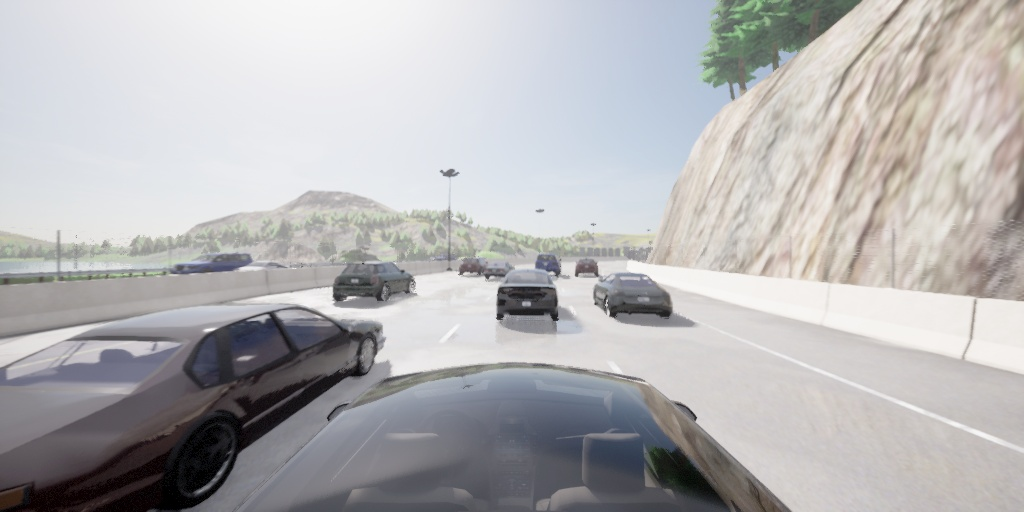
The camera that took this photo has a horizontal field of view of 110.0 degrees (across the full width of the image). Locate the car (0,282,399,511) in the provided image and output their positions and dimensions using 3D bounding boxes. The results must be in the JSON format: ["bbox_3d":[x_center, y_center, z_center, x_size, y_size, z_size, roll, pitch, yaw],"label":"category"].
[{"bbox_3d":[-3.309,1.275,4.259,2.033,1.411,5.357,0,0,2],"label":"car"}]

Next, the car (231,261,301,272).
[{"bbox_3d":[-16.019,1.185,24.458,1.895,1.301,4.718,0,0,7],"label":"car"}]

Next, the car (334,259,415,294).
[{"bbox_3d":[-6.119,1.006,16.460,2.097,1.767,4.553,0,0,5],"label":"car"}]

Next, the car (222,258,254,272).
[{"bbox_3d":[-19.102,1.084,27.565,1.812,1.442,4.674,0,0,9],"label":"car"}]

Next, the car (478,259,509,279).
[{"bbox_3d":[-0.929,1.148,29.505,2.033,1.411,5.357,0,0,10],"label":"car"}]

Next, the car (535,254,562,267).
[{"bbox_3d":[3.454,0.811,33.907,2.150,2.045,5.566,0,0,11],"label":"car"}]

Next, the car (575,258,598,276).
[{"bbox_3d":[7.148,0.950,34.332,2.097,1.767,4.553,0,0,12],"label":"car"}]

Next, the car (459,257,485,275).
[{"bbox_3d":[-3.478,0.918,34.718,2.097,1.767,4.553,0,0,11],"label":"car"}]

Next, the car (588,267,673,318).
[{"bbox_3d":[4.109,1.267,12.805,1.994,1.385,4.181,0,0,4],"label":"car"}]

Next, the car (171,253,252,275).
[{"bbox_3d":[-22.660,0.770,27.526,2.150,2.045,5.566,0,0,8],"label":"car"}]

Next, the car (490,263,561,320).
[{"bbox_3d":[0.570,1.172,12.474,1.882,1.535,5.008,0,0,4],"label":"car"}]
